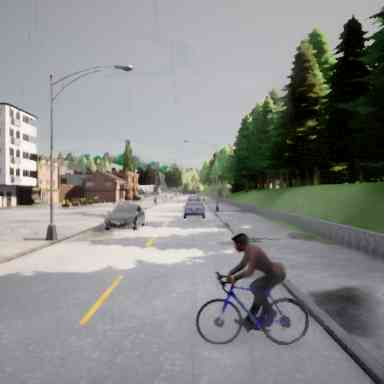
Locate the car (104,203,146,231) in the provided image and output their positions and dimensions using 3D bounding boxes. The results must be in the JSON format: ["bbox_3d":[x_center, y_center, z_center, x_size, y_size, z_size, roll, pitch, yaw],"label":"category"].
[{"bbox_3d":[-4.016,1.498,20.539,1.837,1.490,4.892,0,0,0],"label":"car"}]

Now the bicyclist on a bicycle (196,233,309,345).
[{"bbox_3d":[0.874,1.426,4.833,1.656,1.620,0.582,0,0,0],"label":"bicyclist on a bicycle"}]

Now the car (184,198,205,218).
[{"bbox_3d":[0.207,1.535,29.972,2.033,1.411,5.357,0,0,0],"label":"car"}]

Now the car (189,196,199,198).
[{"bbox_3d":[0.262,1.332,48.449,2.097,1.767,4.553,0,0,0],"label":"car"}]
